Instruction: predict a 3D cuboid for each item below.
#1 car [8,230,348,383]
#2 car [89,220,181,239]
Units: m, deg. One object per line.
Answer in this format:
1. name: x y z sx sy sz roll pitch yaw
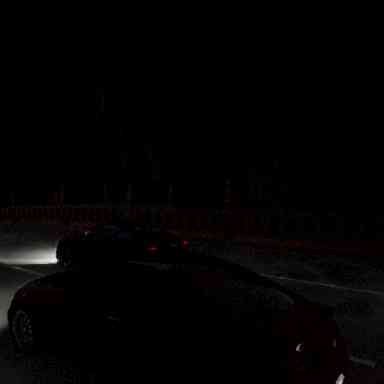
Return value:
1. car: -0.529 1.513 4.367 4.674 1.442 1.812 0 0 35
2. car: -2.127 1.532 9.804 4.181 1.385 1.994 0 0 35
